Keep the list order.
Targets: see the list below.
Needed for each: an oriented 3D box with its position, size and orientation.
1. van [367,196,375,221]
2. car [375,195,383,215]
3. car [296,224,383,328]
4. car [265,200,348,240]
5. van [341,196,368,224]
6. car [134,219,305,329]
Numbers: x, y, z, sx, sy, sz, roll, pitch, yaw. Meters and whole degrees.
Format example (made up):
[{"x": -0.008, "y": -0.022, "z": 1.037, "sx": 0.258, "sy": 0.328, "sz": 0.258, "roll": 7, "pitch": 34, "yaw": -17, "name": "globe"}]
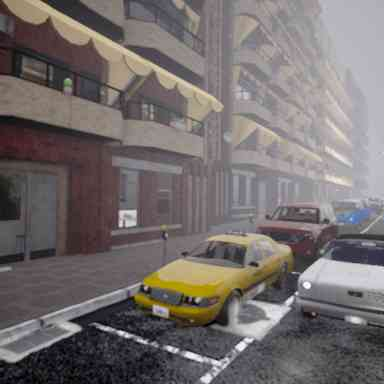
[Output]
[{"x": 12.917, "y": 1.368, "z": 25.900, "sx": 1.690, "sy": 1.788, "sz": 3.998, "roll": 2, "pitch": 1, "yaw": 33, "name": "van"}, {"x": 18.914, "y": 1.365, "z": 35.194, "sx": 2.192, "sy": 1.841, "sz": 5.009, "roll": 2, "pitch": 1, "yaw": 33, "name": "car"}, {"x": 3.640, "y": 1.605, "z": 6.831, "sx": 1.895, "sy": 1.301, "sz": 4.718, "roll": 0, "pitch": 0, "yaw": 33, "name": "car"}, {"x": 3.924, "y": 1.322, "z": 11.958, "sx": 2.192, "sy": 1.841, "sz": 5.009, "roll": 2, "pitch": 1, "yaw": 33, "name": "car"}, {"x": 9.919, "y": 1.359, "z": 21.251, "sx": 1.690, "sy": 1.788, "sz": 3.998, "roll": 2, "pitch": 1, "yaw": 33, "name": "van"}, {"x": 0.828, "y": 1.530, "z": 7.170, "sx": 1.752, "sy": 1.417, "sz": 4.829, "roll": 2, "pitch": 1, "yaw": 33, "name": "car"}]
